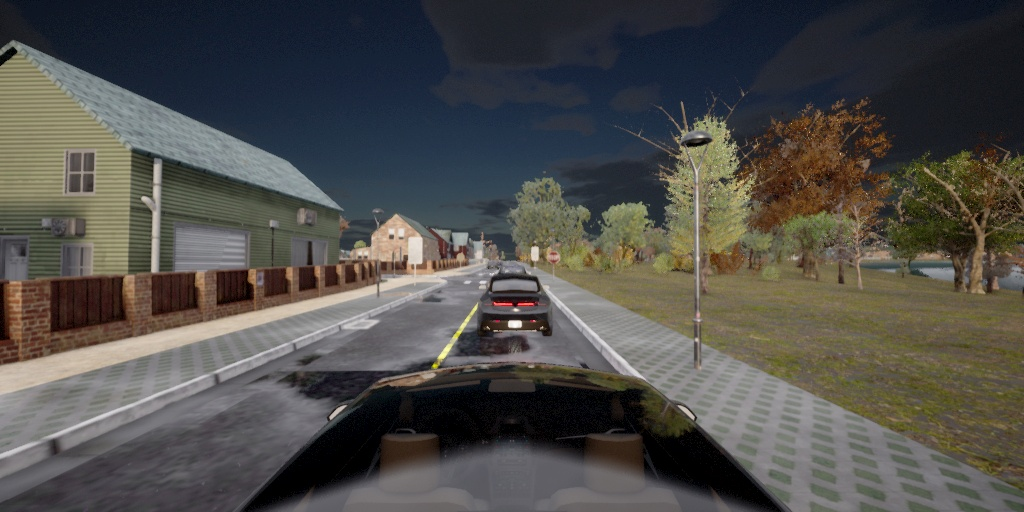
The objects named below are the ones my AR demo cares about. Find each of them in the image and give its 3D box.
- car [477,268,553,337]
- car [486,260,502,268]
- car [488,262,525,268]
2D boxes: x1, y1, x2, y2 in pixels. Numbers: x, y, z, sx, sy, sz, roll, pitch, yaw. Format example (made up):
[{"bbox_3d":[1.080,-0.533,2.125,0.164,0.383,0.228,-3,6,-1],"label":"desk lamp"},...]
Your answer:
[{"bbox_3d":[0.069,1.257,10.325,1.837,1.490,4.892,0,0,0],"label":"car"},{"bbox_3d":[-2.906,1.342,55.309,1.837,1.490,4.892,0,0,0],"label":"car"},{"bbox_3d":[0.030,1.253,19.759,2.128,1.511,4.902,0,0,0],"label":"car"}]
